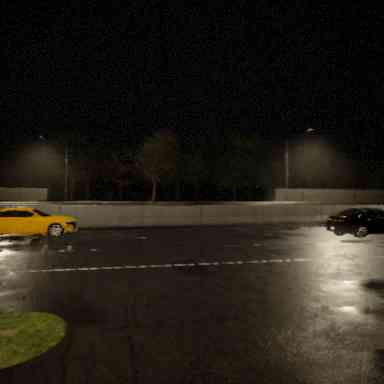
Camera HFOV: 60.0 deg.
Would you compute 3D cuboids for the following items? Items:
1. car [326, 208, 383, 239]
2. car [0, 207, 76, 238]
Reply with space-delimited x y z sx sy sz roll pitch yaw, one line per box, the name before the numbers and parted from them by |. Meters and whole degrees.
car | 9.632 1.626 17.752 4.892 1.490 1.837 0 -1 -12
car | -8.699 1.561 17.440 5.008 1.535 1.882 0 -1 -12
